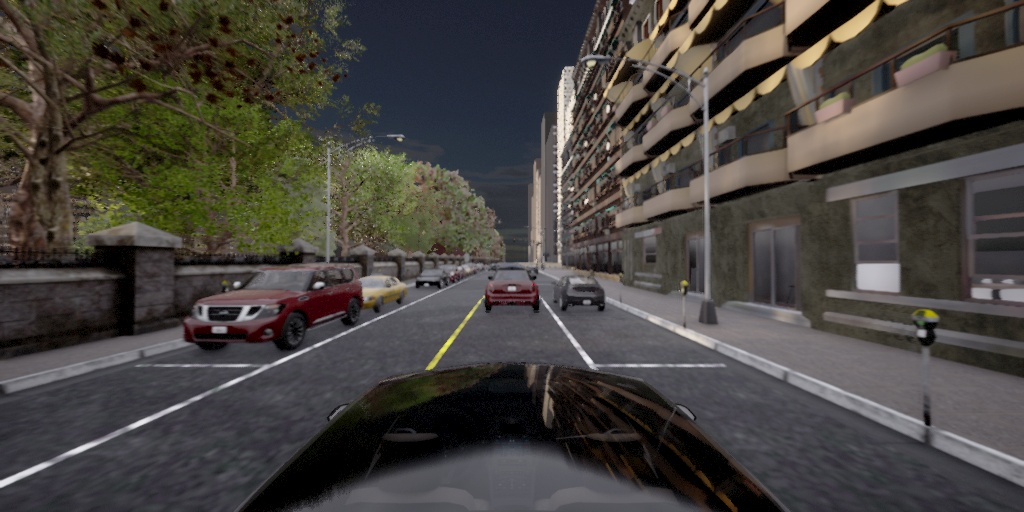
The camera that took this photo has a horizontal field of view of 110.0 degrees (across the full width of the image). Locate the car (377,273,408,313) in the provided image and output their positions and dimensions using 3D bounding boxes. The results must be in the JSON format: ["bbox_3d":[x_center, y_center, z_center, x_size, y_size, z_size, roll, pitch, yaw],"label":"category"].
[{"bbox_3d":[-5.697,1.413,14.848,1.751,1.417,4.829,0,0,0],"label":"car"}]

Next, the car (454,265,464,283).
[{"bbox_3d":[-5.704,1.502,31.633,1.967,1.591,4.097,0,0,0],"label":"car"}]

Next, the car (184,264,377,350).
[{"bbox_3d":[-5.695,1.145,9.480,2.192,1.841,5.009,0,0,0],"label":"car"}]

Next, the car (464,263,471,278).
[{"bbox_3d":[-5.707,1.703,37.171,1.802,1.307,4.207,0,0,0],"label":"car"}]

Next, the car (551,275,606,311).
[{"bbox_3d":[2.683,1.438,15.024,2.007,1.370,4.403,0,0,0],"label":"car"}]

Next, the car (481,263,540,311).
[{"bbox_3d":[0.012,1.241,15.287,2.097,1.767,4.553,0,-1,0],"label":"car"}]

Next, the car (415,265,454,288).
[{"bbox_3d":[-5.702,1.569,26.095,1.948,1.339,4.313,0,0,0],"label":"car"}]

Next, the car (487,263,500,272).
[{"bbox_3d":[-3.084,1.949,61.555,1.994,1.385,4.181,0,-1,0],"label":"car"}]

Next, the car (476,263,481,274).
[{"bbox_3d":[-5.712,1.681,48.248,1.967,1.591,4.097,0,0,0],"label":"car"}]

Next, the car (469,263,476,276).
[{"bbox_3d":[-5.709,1.706,42.539,1.751,1.417,4.829,0,0,0],"label":"car"}]
